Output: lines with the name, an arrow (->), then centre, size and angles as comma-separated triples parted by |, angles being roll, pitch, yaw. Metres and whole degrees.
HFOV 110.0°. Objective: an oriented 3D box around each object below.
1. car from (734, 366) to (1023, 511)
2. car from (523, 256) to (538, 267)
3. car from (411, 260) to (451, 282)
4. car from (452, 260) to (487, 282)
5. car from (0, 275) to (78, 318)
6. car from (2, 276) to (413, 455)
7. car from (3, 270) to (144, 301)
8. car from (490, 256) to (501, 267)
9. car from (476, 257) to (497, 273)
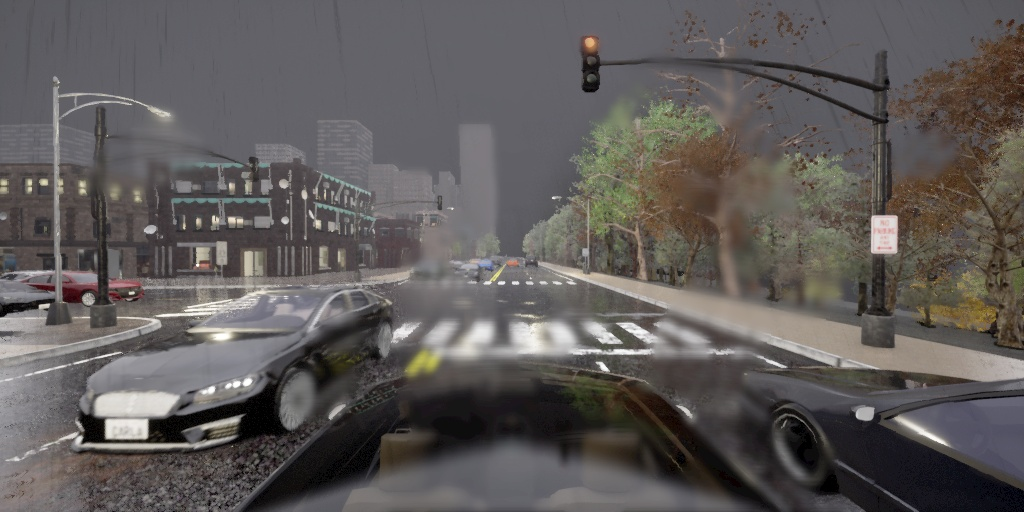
car -> 3.350, 1.298, 1.454 | 2.033, 1.411, 5.357 | 0, 0, 0
car -> 3.432, 0.948, 64.201 | 2.150, 2.045, 5.566 | 0, 0, 0
car -> -6.565, 1.094, 28.780 | 2.097, 1.767, 4.553 | 0, 0, 0
car -> -3.315, 1.268, 28.512 | 1.812, 1.442, 4.674 | 0, 0, 0
car -> -19.932, 1.564, 13.632 | 4.313, 1.339, 1.948 | 0, 0, 0
car -> -3.345, 1.241, 5.568 | 2.128, 1.511, 4.902 | 0, 0, 0
car -> -19.821, 1.448, 16.337 | 5.008, 1.535, 1.882 | -1, 1, 0
car -> -3.199, 0.949, 65.283 | 2.150, 2.045, 5.566 | 0, 0, 1
car -> -3.292, 1.213, 44.383 | 1.882, 1.535, 5.008 | 0, 0, 0
